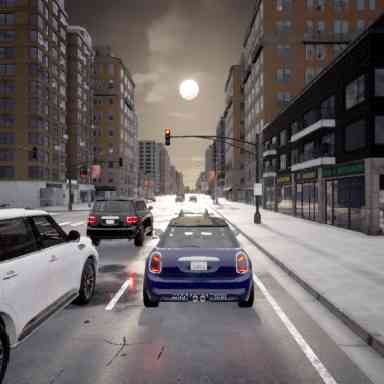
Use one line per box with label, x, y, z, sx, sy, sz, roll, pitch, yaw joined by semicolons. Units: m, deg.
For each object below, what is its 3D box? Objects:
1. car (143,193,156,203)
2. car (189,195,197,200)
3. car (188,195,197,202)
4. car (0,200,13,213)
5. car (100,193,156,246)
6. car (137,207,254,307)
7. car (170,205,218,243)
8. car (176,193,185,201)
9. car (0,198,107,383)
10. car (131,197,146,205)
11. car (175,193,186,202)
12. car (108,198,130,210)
car;-9.495;1.267;74.973;2.150;2.045;5.566;0;0;0
car;0.300;1.496;88.193;1.994;1.385;4.181;0;0;0
car;0.267;1.568;78.185;1.812;1.442;4.674;0;0;0
car;-22.028;1.596;36.027;4.313;1.339;1.947;0;0;0
car;-3.100;1.224;15.308;2.150;2.045;5.566;0;0;0
car;0.125;1.353;8.113;2.097;1.767;4.553;0;0;0
car;0.113;1.494;17.182;2.128;1.511;4.902;0;0;1
car;-2.950;1.168;88.235;2.150;2.045;5.566;0;0;0
car;-3.140;1.222;4.955;2.150;2.045;5.566;0;0;1
car;-9.615;1.629;60.213;1.895;1.301;4.718;0;0;1
car;-2.985;1.583;77.783;2.033;1.411;5.357;0;0;0
car;-9.710;1.579;44.485;1.994;1.385;4.181;0;0;0
